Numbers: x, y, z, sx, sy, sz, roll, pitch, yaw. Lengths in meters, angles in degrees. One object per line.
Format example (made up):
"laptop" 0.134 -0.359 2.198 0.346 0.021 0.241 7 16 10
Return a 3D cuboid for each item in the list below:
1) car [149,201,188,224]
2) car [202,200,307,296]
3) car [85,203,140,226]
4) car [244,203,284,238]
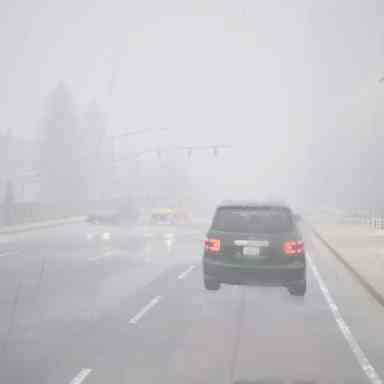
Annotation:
"car" -1.659 1.463 24.929 1.882 1.535 5.008 0 0 14
"car" 1.724 1.212 8.919 2.150 2.045 5.566 0 0 13
"car" -5.508 1.535 24.017 2.033 1.411 5.357 0 0 15
"car" 4.112 1.456 18.678 1.882 1.535 5.008 0 0 14
